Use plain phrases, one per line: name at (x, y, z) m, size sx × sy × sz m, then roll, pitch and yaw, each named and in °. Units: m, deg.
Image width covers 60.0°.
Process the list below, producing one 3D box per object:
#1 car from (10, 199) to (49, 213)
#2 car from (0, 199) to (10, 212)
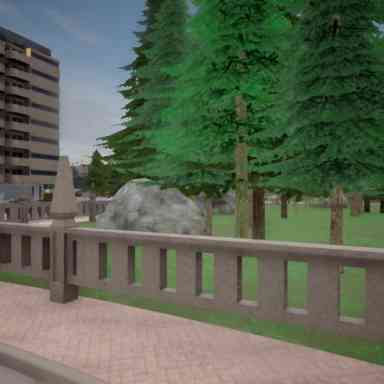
car at (-16.170, 1.619, 34.720) m, size 1.994 × 1.385 × 4.181 m, roll 0°, pitch 0°, yaw 26°
car at (-19.598, 1.559, 35.662) m, size 1.837 × 1.490 × 4.892 m, roll 0°, pitch 0°, yaw 25°
